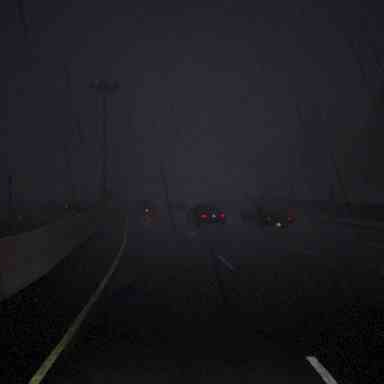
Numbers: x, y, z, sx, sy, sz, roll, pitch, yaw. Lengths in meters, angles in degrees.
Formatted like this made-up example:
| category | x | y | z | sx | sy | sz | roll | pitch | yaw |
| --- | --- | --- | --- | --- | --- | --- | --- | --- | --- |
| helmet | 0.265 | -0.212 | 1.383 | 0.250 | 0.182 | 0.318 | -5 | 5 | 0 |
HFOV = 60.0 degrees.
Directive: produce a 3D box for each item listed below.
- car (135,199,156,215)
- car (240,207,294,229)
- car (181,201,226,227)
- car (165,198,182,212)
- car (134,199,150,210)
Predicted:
| category | x | y | z | sx | sy | sz | roll | pitch | yaw |
| --- | --- | --- | --- | --- | --- | --- | --- | --- | --- |
| car | -4.800 | 1.505 | 34.394 | 1.837 | 1.490 | 4.892 | 0 | 0 | -11 |
| car | 4.675 | 1.601 | 21.624 | 1.895 | 1.301 | 4.718 | 0 | 0 | -10 |
| car | 0.873 | 1.547 | 23.138 | 2.033 | 1.411 | 5.357 | 0 | 0 | -11 |
| car | -1.995 | 1.478 | 38.436 | 1.882 | 1.535 | 5.008 | 0 | 0 | -11 |
| car | -6.723 | 1.601 | 44.628 | 1.895 | 1.301 | 4.718 | 0 | 0 | -11 |
